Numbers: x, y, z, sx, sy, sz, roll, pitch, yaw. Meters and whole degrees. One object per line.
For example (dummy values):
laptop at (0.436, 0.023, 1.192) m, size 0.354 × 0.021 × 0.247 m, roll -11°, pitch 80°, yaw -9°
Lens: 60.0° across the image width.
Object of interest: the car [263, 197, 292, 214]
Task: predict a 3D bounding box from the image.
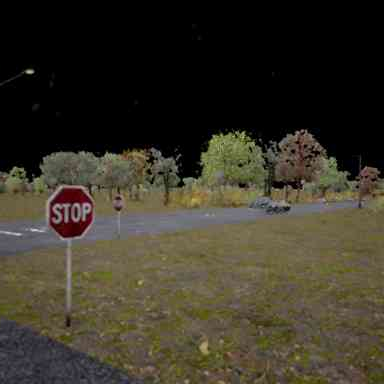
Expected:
car at (12.011, 1.951, 45.579) m, size 2.097 × 1.767 × 4.553 m, roll 1°, pitch 0°, yaw 36°

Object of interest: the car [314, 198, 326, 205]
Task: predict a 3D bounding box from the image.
car at (33.956, 2.424, 87.880) m, size 2.097 × 1.767 × 4.553 m, roll 1°, pitch 0°, yaw 36°

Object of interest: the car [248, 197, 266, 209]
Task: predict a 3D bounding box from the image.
car at (11.559, 1.958, 56.898) m, size 2.150 × 2.045 × 5.566 m, roll 1°, pitch 1°, yaw 36°
